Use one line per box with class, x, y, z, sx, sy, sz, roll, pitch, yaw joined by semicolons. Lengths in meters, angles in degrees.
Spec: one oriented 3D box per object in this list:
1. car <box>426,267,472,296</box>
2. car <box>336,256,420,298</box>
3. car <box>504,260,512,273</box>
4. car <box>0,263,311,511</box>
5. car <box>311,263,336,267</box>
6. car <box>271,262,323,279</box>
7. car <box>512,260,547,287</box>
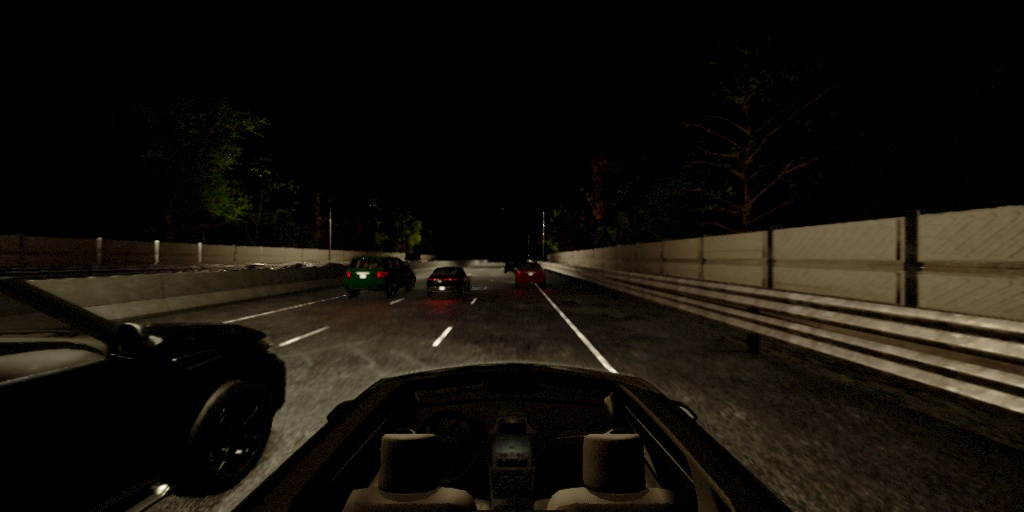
car;-3.396;1.333;19.850;1.837;1.490;4.892;0;0;0
car;-6.899;1.047;19.284;2.150;2.045;5.566;0;0;0
car;0.053;1.336;48.625;2.097;1.767;4.553;0;0;1
car;-3.412;0.970;1.363;2.150;2.045;5.566;0;0;0
car;-17.571;1.435;34.877;1.812;1.442;4.674;0;0;0
car;-21.069;1.405;35.452;2.128;1.511;4.902;0;0;0
car;1.231;1.210;25.472;2.097;1.767;4.553;0;0;0
